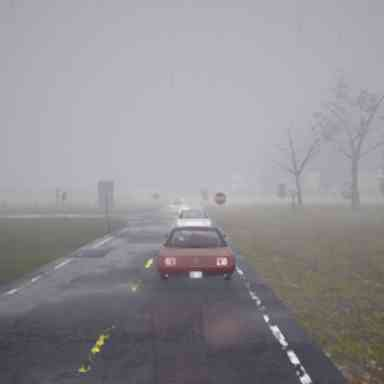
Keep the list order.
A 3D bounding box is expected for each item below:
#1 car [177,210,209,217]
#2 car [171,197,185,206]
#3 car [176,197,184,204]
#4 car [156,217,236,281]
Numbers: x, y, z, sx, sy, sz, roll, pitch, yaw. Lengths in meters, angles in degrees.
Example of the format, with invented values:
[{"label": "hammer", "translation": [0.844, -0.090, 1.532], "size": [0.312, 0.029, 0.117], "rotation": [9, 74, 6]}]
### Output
[{"label": "car", "translation": [0.063, 1.711, 19.714], "size": [1.895, 1.301, 4.718], "rotation": [0, 0, -1]}, {"label": "car", "translation": [-2.802, 1.843, 63.230], "size": [1.837, 1.490, 4.892], "rotation": [0, 0, 1]}, {"label": "car", "translation": [-2.779, 1.888, 78.332], "size": [1.882, 1.535, 5.008], "rotation": [0, 0, 0]}, {"label": "car", "translation": [0.098, 1.657, 9.976], "size": [1.895, 1.301, 4.718], "rotation": [0, 0, 0]}]
